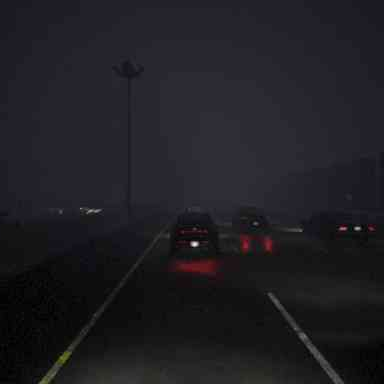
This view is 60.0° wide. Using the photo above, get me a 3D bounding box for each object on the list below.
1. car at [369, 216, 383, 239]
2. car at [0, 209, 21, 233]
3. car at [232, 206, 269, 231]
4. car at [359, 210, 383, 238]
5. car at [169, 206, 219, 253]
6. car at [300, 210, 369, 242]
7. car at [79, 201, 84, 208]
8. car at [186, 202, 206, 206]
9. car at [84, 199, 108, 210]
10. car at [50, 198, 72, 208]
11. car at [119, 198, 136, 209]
[{"bbox_3d":[3.599,1.232,1.878,2.150,2.045,5.566,0,0,0],"label":"car"},{"bbox_3d":[-10.580,1.610,17.075,1.812,1.442,4.674,0,0,0],"label":"car"},{"bbox_3d":[3.664,1.630,21.241,1.812,1.442,4.674,0,0,1],"label":"car"},{"bbox_3d":[10.608,1.683,16.888,1.895,1.301,4.718,0,0,0],"label":"car"},{"bbox_3d":[0.101,1.575,14.060,1.837,1.490,4.892,0,0,0],"label":"car"},{"bbox_3d":[7.107,1.630,16.755,2.033,1.411,5.357,0,0,0],"label":"car"},{"bbox_3d":[-16.864,1.817,54.866,2.033,1.411,5.357,0,0,1],"label":"car"},{"bbox_3d":[0.387,1.690,33.556,1.812,1.442,4.674,0,0,1],"label":"car"},{"bbox_3d":[-13.502,1.799,47.736,1.994,1.385,4.181,0,0,1],"label":"car"},{"bbox_3d":[-20.368,1.757,51.885,1.837,1.490,4.892,0,0,1],"label":"car"},{"bbox_3d":[-9.872,1.730,51.330,1.882,1.535,5.008,0,0,1],"label":"car"}]
